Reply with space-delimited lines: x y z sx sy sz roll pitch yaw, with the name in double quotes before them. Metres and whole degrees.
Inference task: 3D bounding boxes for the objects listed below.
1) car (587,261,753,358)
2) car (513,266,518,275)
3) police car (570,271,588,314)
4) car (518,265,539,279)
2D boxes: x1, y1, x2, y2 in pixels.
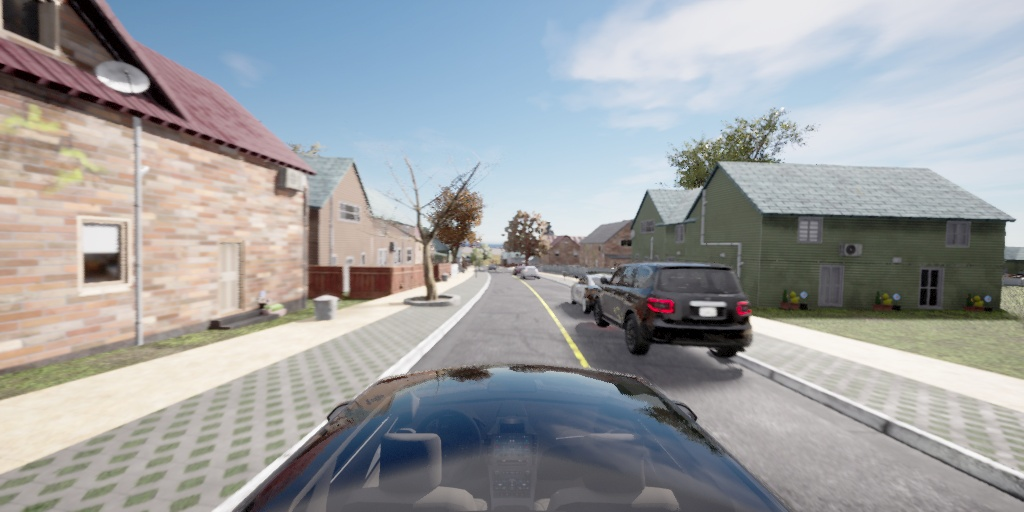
"car" 3.677 1.170 9.332 2.150 2.045 5.566 1 -1 1
"car" 1.231 2.097 52.494 1.812 1.442 4.674 1 -1 -5
"police car" 3.732 1.459 15.451 1.930 1.638 5.238 1 -1 0
"car" 2.081 1.930 42.055 1.812 1.442 4.674 1 -1 -4
